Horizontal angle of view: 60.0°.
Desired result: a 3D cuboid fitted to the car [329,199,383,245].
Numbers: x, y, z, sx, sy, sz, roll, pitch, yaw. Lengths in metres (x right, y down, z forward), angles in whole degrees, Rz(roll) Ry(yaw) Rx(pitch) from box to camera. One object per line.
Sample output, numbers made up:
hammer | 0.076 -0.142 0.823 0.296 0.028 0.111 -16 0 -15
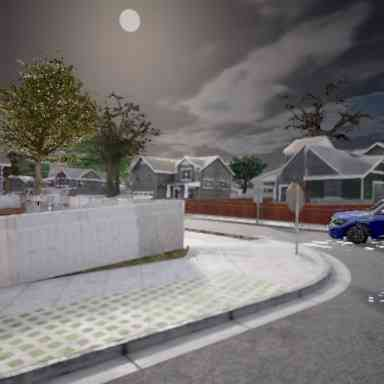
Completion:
car | 8.654 1.210 13.716 5.566 2.045 2.150 -1 1 21

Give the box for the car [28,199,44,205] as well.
car | -21.507 1.333 45.340 1.812 1.442 4.674 3 -2 -43
